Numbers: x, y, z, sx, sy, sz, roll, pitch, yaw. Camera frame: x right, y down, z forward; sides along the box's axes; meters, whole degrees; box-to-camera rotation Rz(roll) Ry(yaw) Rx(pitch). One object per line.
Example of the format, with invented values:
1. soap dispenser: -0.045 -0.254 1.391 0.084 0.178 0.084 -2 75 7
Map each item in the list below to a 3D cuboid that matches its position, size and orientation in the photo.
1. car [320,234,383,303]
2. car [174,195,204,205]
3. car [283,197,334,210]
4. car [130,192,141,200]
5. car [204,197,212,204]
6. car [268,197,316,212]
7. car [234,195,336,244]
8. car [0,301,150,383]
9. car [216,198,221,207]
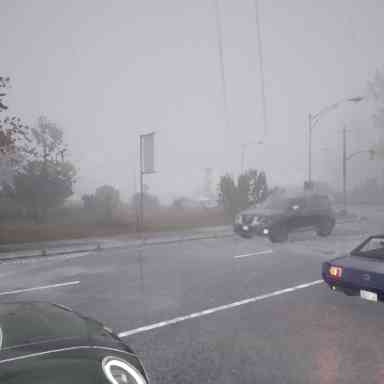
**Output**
1. car: 5.010 1.573 7.305 4.718 1.301 1.895 0 0 -35
2. car: -0.956 1.287 51.767 2.128 1.511 4.902 -1 0 -38
3. car: 13.595 1.303 39.167 2.033 1.411 5.357 -1 0 -39
4. car: -9.669 1.028 62.800 2.150 2.045 5.566 -1 0 -38
5. car: 1.291 1.291 54.561 1.812 1.442 4.674 -1 0 -38
6. car: 10.962 1.291 36.856 1.837 1.490 4.892 -1 0 -39
7. car: 4.540 1.159 15.807 5.566 2.045 2.150 -1 0 -35
8. car: -2.462 1.352 1.967 4.553 1.767 2.097 0 0 -36
9. car: 5.259 1.142 43.984 2.097 1.767 4.553 -1 0 -39
